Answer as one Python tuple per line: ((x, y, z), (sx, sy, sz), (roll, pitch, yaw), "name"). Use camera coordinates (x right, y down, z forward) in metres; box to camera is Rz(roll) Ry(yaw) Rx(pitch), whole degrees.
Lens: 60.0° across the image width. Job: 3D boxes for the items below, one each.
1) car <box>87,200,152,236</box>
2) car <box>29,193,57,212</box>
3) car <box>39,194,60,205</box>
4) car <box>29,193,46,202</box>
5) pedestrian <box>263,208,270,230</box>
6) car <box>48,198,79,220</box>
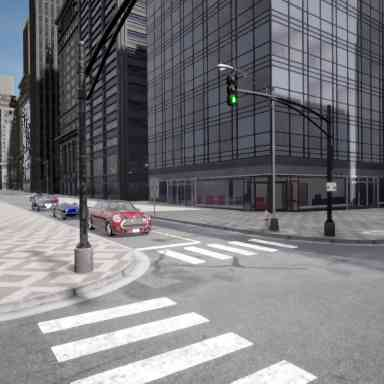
((-3.931, 1.234, 17.708), (2.097, 1.767, 4.553), (-1, 1, -34), "car")
((-15.446, 1.180, 34.669), (2.128, 1.511, 4.902), (-1, 1, -34), "car")
((-20.585, 1.064, 47.886), (1.994, 1.385, 4.181), (-1, 1, -34), "car")
((-26.145, 0.885, 56.046), (1.837, 1.490, 4.892), (-1, 1, -34), "car")
((3.894, 1.374, 17.302), (0.500, 1.100, 0.500), (0, 0, -34), "pedestrian")
((-9.616, 1.390, 26.083), (1.895, 1.301, 4.718), (-1, 1, -34), "car")
